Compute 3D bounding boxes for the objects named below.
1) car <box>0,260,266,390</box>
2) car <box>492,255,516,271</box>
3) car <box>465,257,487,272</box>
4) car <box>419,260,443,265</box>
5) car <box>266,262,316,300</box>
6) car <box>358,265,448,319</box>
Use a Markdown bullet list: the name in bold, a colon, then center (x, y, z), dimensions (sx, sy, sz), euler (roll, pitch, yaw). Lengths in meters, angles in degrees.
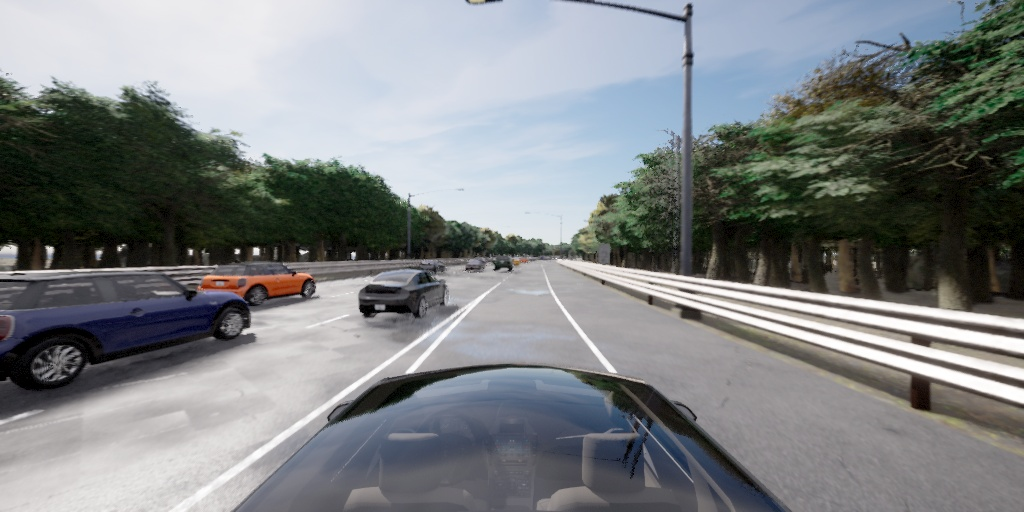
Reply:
- **car**: center (-7.548, 1.049, 6.931), dimensions (2.097, 1.767, 4.553), euler (0, 0, 4)
- **car**: center (-1.033, 0.929, 47.643), dimensions (2.150, 2.045, 5.566), euler (0, 0, 4)
- **car**: center (-4.676, 1.233, 45.849), dimensions (2.033, 1.411, 5.357), euler (0, 0, 4)
- **car**: center (-8.682, 1.159, 39.134), dimensions (2.128, 1.511, 4.902), euler (0, 0, 4)
- **car**: center (-10.451, 1.024, 15.152), dimensions (2.097, 1.767, 4.553), euler (0, 0, 4)
- **car**: center (-3.614, 1.226, 12.709), dimensions (1.837, 1.490, 4.892), euler (0, 0, 4)
